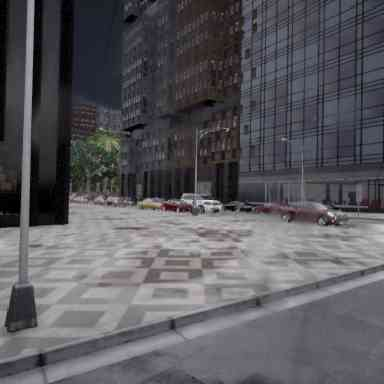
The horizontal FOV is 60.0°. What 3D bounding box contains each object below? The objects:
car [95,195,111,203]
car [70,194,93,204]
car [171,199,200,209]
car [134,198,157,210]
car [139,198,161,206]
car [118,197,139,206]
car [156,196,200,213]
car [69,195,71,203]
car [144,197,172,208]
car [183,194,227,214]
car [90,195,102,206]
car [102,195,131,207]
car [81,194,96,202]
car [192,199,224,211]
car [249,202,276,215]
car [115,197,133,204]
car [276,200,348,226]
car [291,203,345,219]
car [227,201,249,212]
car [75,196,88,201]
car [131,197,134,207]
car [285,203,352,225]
[{"bbox_3d":[-20.289,1.513,75.515,2.097,1.767,4.553,2,-1,-35],"label":"car"},{"bbox_3d":[-20.593,1.472,61.899,1.752,1.417,4.829,2,-1,-35],"label":"car"},{"bbox_3d":[-1.007,1.718,49.103,2.008,1.369,4.403,2,-1,-35],"label":"car"},{"bbox_3d":[-4.665,1.466,39.555,1.752,1.417,4.829,2,-1,-35],"label":"car"},{"bbox_3d":[-7.377,1.722,58.040,2.008,1.369,4.403,2,-1,-35],"label":"car"},{"bbox_3d":[-11.245,1.625,58.710,1.812,1.442,4.674,2,-1,-35],"label":"car"},{"bbox_3d":[-1.579,1.482,35.225,1.887,1.381,4.507,2,-1,-35],"label":"car"},{"bbox_3d":[-23.875,1.387,66.507,1.967,1.590,4.097,2,-1,-35],"label":"car"},{"bbox_3d":[-5.172,1.589,50.263,2.128,1.511,4.902,2,-1,-35],"label":"car"},{"bbox_3d":[0.839,1.227,36.436,2.150,2.045,5.566,2,-1,-35],"label":"car"},{"bbox_3d":[-14.322,1.529,53.099,1.802,1.307,4.206,2,-1,-35],"label":"car"},{"bbox_3d":[-11.133,1.386,48.632,1.967,1.590,4.097,2,-1,-35],"label":"car"},{"bbox_3d":[-26.481,1.485,84.850,2.192,1.841,5.009,2,-1,-35],"label":"car"},{"bbox_3d":[2.080,1.690,44.774,1.752,1.417,4.829,2,-1,-35],"label":"car"},{"bbox_3d":[8.548,1.740,35.699,1.802,1.307,4.206,2,-1,-35],"label":"car"},{"bbox_3d":[-13.747,1.737,66.975,1.947,1.339,4.313,2,-1,-35],"label":"car"},{"bbox_3d":[7.962,1.368,21.847,1.967,1.590,4.097,2,-1,-37],"label":"car"},{"bbox_3d":[11.733,1.720,31.232,1.947,1.339,4.313,2,-1,-35],"label":"car"},{"bbox_3d":[5.363,1.727,40.167,1.947,1.339,4.313,2,-1,-35],"label":"car"},{"bbox_3d":[-29.769,1.695,89.453,1.752,1.417,4.829,2,-1,-35],"label":"car"},{"bbox_3d":[-10.770,1.521,52.877,2.128,1.511,4.902,2,-1,-35],"label":"car"},{"bbox_3d":[9.260,1.562,24.603,1.994,1.385,4.181,2,-1,-36],"label":"car"}]
